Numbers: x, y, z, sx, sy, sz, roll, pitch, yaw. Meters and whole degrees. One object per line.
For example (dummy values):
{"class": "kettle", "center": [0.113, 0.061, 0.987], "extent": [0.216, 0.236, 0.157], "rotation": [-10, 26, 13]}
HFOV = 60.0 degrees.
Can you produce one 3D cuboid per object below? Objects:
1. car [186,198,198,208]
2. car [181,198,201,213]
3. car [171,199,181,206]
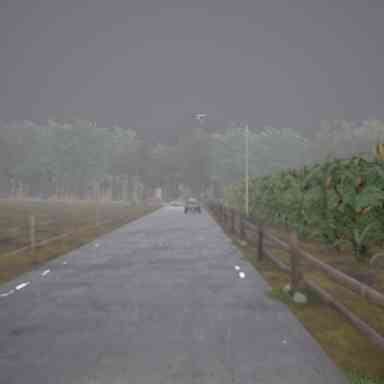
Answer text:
{"class": "car", "center": [0.067, 1.712, 53.622], "extent": [1.837, 1.490, 4.892], "rotation": [0, 0, 0]}
{"class": "car", "center": [0.085, 1.636, 39.322], "extent": [2.128, 1.511, 4.902], "rotation": [0, 0, 0]}
{"class": "car", "center": [-2.770, 1.888, 58.985], "extent": [1.895, 1.301, 4.718], "rotation": [0, 0, 0]}
